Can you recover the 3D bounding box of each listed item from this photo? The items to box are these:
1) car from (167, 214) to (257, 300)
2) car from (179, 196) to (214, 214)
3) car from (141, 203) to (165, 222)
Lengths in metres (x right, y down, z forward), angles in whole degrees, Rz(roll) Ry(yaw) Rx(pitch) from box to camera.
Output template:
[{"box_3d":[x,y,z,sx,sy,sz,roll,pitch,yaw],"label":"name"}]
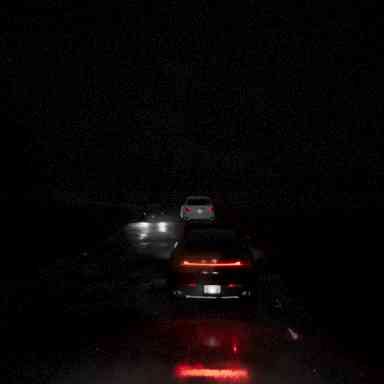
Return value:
[{"box_3d":[0.470,1.531,8.466,1.837,1.490,4.892,0,0,2],"label":"car"},{"box_3d":[0.309,1.335,24.479,2.150,2.045,5.566,0,0,-4],"label":"car"},{"box_3d":[-3.257,1.658,27.977,1.812,1.442,4.674,0,0,-7],"label":"car"}]
